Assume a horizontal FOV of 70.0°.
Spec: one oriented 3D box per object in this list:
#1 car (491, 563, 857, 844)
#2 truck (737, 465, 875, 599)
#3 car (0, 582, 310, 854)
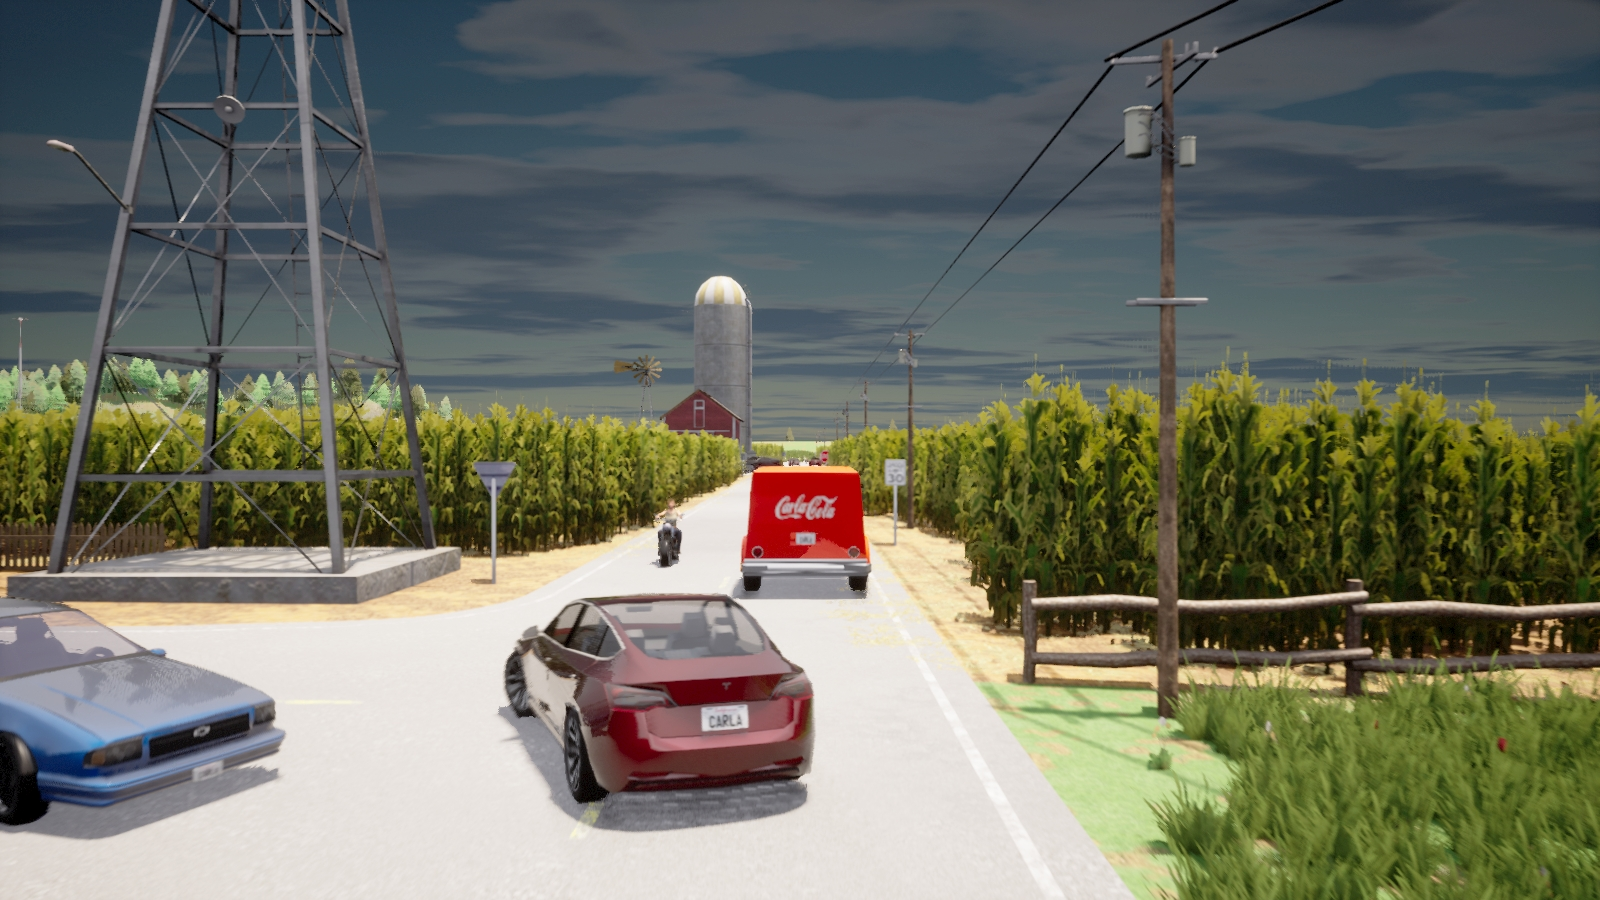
[{"bbox_3d":[-1.470,2.054,10.703,2.163,1.488,4.792,1,0,-22],"label":"car"},{"bbox_3d":[0.095,1.583,24.236,2.627,2.467,5.204,0,0,0],"label":"truck"},{"bbox_3d":[-7.117,2.029,9.830,5.357,1.411,2.033,2,0,20],"label":"car"}]
